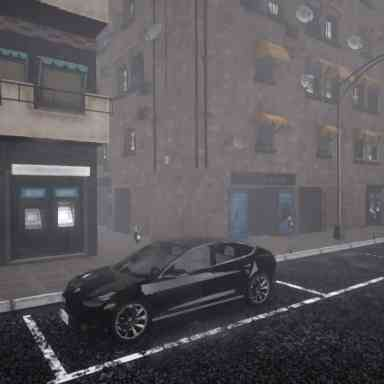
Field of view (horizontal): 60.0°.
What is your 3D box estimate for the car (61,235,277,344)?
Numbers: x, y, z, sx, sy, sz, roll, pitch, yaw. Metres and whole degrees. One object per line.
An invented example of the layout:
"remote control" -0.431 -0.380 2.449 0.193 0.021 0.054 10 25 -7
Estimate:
"car" -0.202 1.566 6.431 4.313 1.339 1.947 0 0 -36
